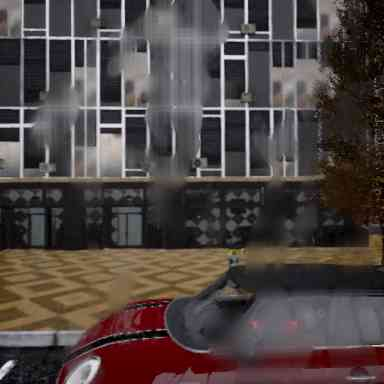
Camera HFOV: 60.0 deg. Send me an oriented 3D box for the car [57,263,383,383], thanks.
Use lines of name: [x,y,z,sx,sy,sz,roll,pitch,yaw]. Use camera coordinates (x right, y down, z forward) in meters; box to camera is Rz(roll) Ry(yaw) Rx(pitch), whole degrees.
car: [0.744,1.506,3.414,4.097,1.590,1.967,0,-2,-2]
